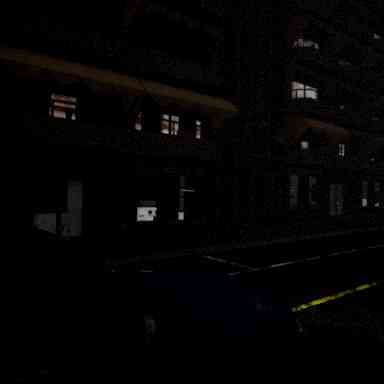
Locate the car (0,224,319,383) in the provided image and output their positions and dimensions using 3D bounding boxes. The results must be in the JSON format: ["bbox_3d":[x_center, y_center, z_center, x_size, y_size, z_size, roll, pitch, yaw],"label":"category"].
[{"bbox_3d":[-1.539,1.223,2.182,5.566,2.045,2.150,0,0,-36],"label":"car"}]
